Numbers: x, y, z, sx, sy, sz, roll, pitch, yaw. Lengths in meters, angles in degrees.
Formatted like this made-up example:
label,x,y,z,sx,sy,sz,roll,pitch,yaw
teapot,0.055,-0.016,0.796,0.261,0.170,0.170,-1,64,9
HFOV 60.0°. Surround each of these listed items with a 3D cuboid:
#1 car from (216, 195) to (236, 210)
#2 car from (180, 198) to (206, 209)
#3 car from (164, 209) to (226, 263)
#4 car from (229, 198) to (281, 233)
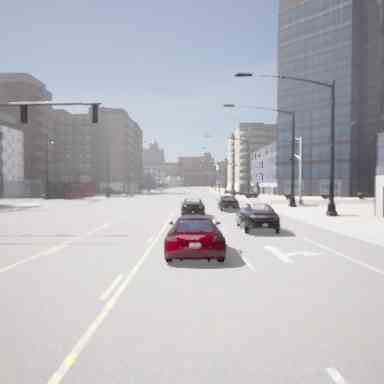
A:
label,x,y,z,sx,sy,sz,roll,pitch,yaw
car,3.574,1.069,33.468,1.837,1.490,4.892,0,2,0
car,0.076,1.203,26.492,2.128,1.511,4.902,0,1,0
car,0.091,1.525,11.883,1.994,1.385,4.181,0,0,0
car,3.592,1.371,18.724,2.128,1.511,4.902,0,1,0
